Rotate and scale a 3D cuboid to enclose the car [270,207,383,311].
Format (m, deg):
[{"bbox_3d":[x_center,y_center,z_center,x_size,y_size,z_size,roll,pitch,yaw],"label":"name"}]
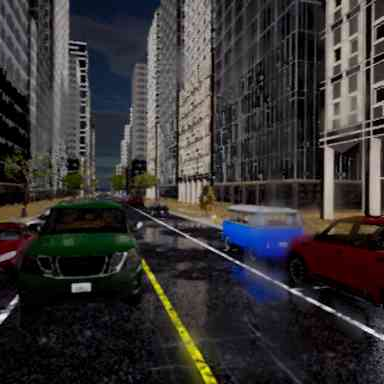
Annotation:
[{"bbox_3d":[3.837,1.366,6.699,2.192,1.841,5.009,0,0,-15],"label":"car"}]

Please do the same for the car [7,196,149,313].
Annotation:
[{"bbox_3d":[-2.537,1.243,8.201,2.150,2.045,5.566,0,0,-15],"label":"car"}]

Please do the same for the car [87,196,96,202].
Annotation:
[{"bbox_3d":[-24.618,1.752,81.478,2.008,1.369,4.403,0,0,-15],"label":"car"}]

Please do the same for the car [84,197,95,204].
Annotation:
[{"bbox_3d":[-21.710,1.740,70.489,1.947,1.339,4.313,0,0,-15],"label":"car"}]

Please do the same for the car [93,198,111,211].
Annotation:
[{"bbox_3d":[-11.603,1.608,42.842,2.128,1.511,4.902,0,0,-15],"label":"car"}]

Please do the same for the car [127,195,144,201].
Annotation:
[{"bbox_3d":[-9.248,1.500,56.149,2.192,1.841,5.009,0,0,-15],"label":"car"}]

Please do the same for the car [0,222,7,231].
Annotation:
[{"bbox_3d":[-5.717,1.593,10.049,1.802,1.307,4.206,0,0,-15],"label":"car"}]

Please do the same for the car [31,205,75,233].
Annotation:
[{"bbox_3d":[-8.625,1.592,21.038,2.008,1.369,4.403,0,0,-15],"label":"car"}]

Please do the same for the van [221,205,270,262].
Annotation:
[{"bbox_3d":[2.384,1.407,12.193,1.690,1.788,3.998,0,0,-15],"label":"van"}]

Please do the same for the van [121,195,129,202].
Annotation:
[{"bbox_3d":[-17.971,1.611,89.116,1.690,1.788,3.998,0,0,-15],"label":"van"}]

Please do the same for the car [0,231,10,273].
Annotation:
[{"bbox_3d":[-4.264,1.547,4.554,2.008,1.369,4.403,0,0,-15],"label":"car"}]

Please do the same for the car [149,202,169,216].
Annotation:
[{"bbox_3d":[-3.431,1.677,34.170,2.008,1.369,4.403,0,0,-15],"label":"car"}]

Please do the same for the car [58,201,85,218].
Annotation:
[{"bbox_3d":[-11.533,1.622,32.027,2.008,1.369,4.403,0,0,-15],"label":"car"}]
